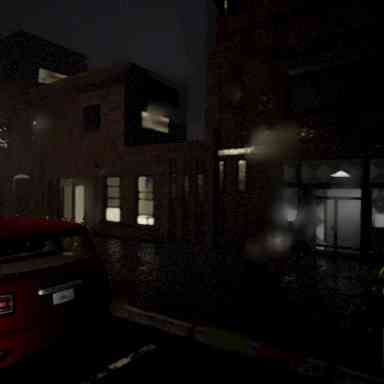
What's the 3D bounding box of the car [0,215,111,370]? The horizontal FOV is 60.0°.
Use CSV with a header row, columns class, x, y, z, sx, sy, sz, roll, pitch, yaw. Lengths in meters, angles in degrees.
class,x,y,z,sx,sy,sz,roll,pitch,yaw
car,-3.457,1.317,5.331,5.009,1.841,2.192,0,1,36
